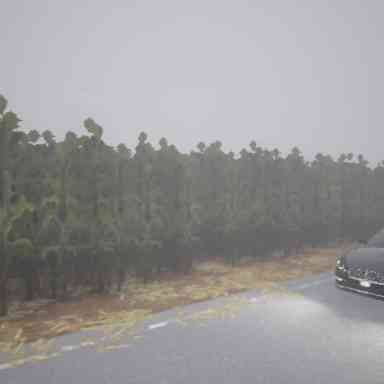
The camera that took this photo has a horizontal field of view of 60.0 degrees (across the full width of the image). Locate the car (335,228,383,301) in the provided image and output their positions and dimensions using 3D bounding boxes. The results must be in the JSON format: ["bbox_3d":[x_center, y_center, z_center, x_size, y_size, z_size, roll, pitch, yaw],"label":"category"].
[{"bbox_3d":[5.291,1.505,7.726,4.892,1.490,1.837,0,0,-35],"label":"car"}]
